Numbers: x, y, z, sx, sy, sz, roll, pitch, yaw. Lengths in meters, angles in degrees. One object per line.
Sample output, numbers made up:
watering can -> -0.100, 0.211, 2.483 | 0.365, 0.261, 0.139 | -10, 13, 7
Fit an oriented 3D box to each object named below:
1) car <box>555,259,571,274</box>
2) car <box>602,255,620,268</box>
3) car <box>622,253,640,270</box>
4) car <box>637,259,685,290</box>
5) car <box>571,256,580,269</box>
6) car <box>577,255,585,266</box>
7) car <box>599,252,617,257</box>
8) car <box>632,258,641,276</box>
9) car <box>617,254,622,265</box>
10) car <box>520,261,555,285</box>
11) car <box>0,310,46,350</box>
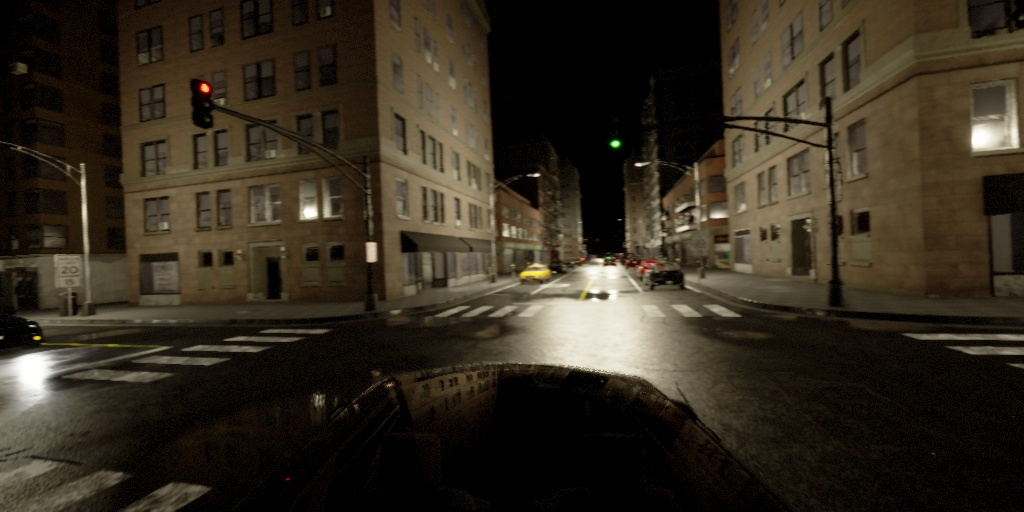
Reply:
car -> 4.799, 1.207, 37.845 | 1.948, 1.339, 4.313 | 0, 0, 15
car -> 13.240, 0.911, 48.646 | 1.895, 1.301, 4.718 | -2, 0, 15
car -> 14.015, 0.700, 41.256 | 1.967, 1.591, 4.097 | 0, 0, 15
car -> 8.131, 1.004, 19.305 | 2.007, 1.370, 4.403 | 0, 0, 15
car -> 7.741, 1.094, 48.820 | 2.007, 1.370, 4.403 | 0, 0, 15
car -> 10.682, 0.886, 59.794 | 1.967, 1.591, 4.097 | 0, 0, 15
car -> 15.864, 0.444, 58.497 | 2.150, 2.045, 5.566 | -2, 0, 15
car -> 9.602, 0.988, 24.793 | 1.802, 1.307, 4.207 | 0, 0, 15
car -> 16.957, 0.477, 52.232 | 2.192, 1.841, 5.009 | 0, 0, 15
car -> 1.813, 1.264, 26.706 | 1.751, 1.417, 4.829 | 0, 0, 15
car -> -15.358, 2.073, 9.831 | 4.181, 1.385, 1.994 | -3, 0, 15
